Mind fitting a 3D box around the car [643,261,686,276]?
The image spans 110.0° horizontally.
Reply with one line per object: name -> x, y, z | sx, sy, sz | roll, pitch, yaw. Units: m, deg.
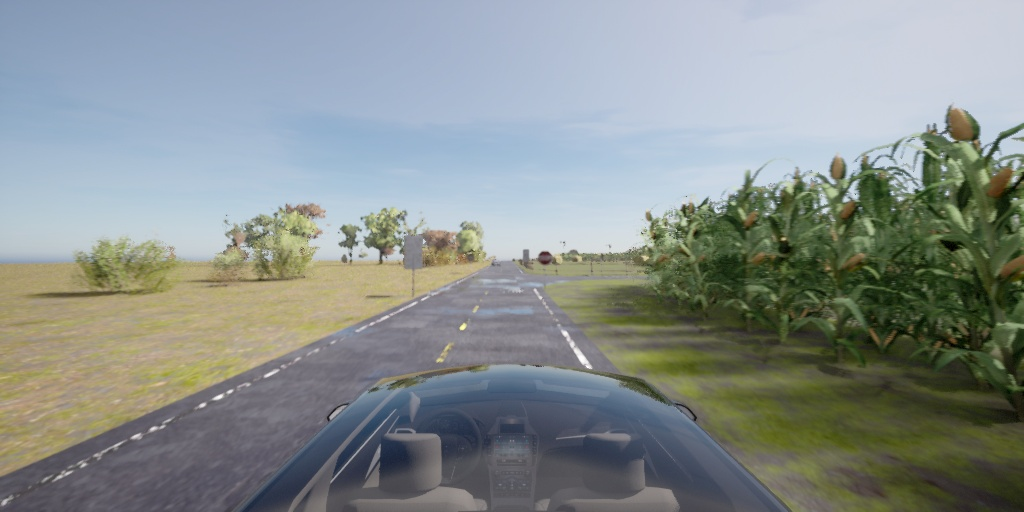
car -> 13.957, 1.092, 30.902 | 5.008, 1.535, 1.882 | -1, -1, -1
